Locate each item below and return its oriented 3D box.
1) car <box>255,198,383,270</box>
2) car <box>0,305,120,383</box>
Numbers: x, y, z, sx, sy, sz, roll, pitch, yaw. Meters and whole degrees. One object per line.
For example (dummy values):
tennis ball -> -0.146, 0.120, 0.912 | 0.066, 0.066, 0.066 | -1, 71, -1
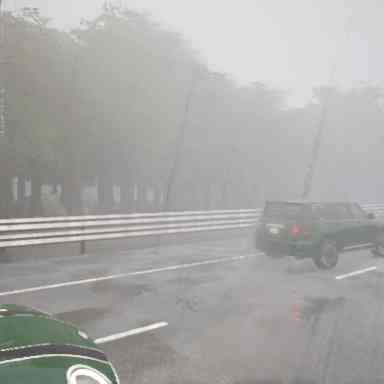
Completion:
car -> 4.596, 1.235, 11.324 | 5.566, 2.045, 2.150 | 0, 0, -36
car -> -2.660, 1.351, 1.848 | 4.553, 1.767, 2.097 | 0, 0, -36
